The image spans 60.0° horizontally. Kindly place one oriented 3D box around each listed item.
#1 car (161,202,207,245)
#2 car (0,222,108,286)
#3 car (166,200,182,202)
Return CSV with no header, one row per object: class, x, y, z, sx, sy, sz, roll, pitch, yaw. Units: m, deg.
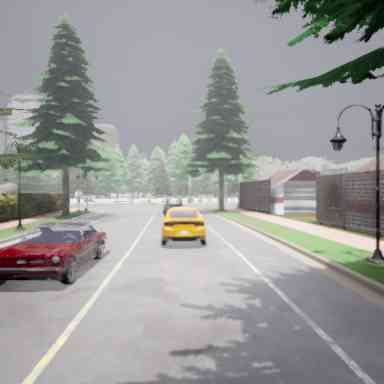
car,-0.439,1.443,15.549,1.882,1.535,5.008,0,0,-3
car,-3.835,1.584,9.523,1.895,1.301,4.718,0,0,-2
car,-1.647,1.426,29.875,2.128,1.511,4.902,0,0,-6
